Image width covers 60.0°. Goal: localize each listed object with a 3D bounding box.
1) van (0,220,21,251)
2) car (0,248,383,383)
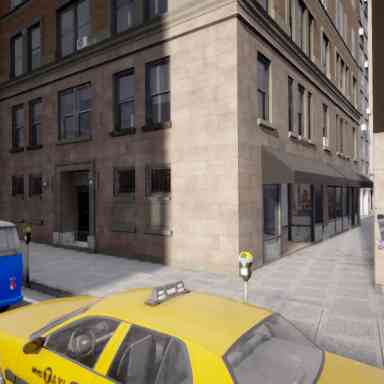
[{"bbox_3d":[-4.908,1.342,6.371,3.998,1.788,1.690,0,-1,36],"label":"van"},{"bbox_3d":[-0.432,1.526,3.168,4.829,1.417,1.752,0,-1,36],"label":"car"}]
